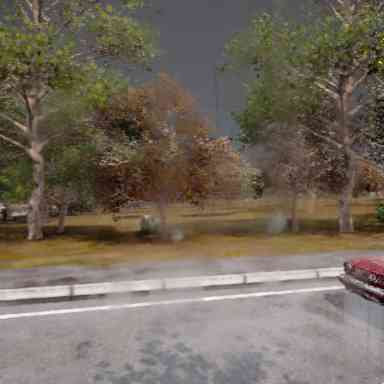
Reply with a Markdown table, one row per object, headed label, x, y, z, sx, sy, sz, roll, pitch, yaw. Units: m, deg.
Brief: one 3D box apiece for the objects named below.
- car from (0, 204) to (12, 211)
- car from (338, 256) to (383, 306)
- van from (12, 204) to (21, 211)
| label | x | y | z | sx | sy | sz | roll | pitch | yaw |
| --- | --- | --- | --- | --- | --- | --- | --- | --- | --- |
| car | -45.333 | 3.684 | 77.445 | 2.435 | 2.045 | 5.566 | 1 | -2 | 0 |
| car | 5.304 | 1.532 | 6.229 | 4.718 | 1.301 | 1.895 | -1 | 0 | -11 |
| van | -45.313 | 3.911 | 82.898 | 1.878 | 1.987 | 4.442 | 1 | -2 | 0 |
